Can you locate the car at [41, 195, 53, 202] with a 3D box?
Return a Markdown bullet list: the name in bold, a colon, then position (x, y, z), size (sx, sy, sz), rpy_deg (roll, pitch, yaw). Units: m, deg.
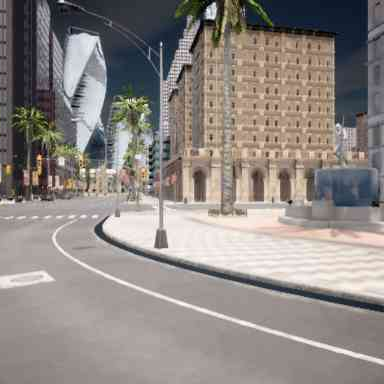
- **car**: position (-33.766, 1.484, 77.604), size (2.161, 1.482, 4.786), rpy_deg (0, 0, -11)
